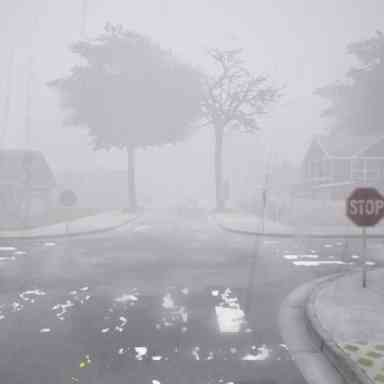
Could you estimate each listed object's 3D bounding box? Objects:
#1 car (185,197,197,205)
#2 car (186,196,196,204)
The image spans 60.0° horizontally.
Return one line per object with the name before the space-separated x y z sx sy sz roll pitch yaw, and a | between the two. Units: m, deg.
car | -0.142 1.506 56.601 1.812 1.442 4.674 0 0 0
car | -0.167 1.577 66.634 1.895 1.301 4.718 0 0 0
